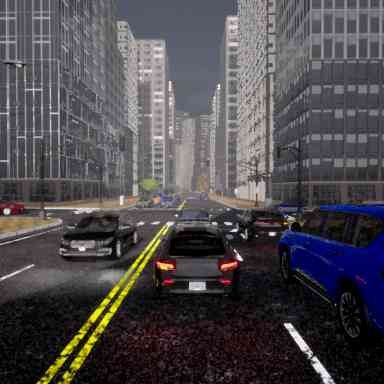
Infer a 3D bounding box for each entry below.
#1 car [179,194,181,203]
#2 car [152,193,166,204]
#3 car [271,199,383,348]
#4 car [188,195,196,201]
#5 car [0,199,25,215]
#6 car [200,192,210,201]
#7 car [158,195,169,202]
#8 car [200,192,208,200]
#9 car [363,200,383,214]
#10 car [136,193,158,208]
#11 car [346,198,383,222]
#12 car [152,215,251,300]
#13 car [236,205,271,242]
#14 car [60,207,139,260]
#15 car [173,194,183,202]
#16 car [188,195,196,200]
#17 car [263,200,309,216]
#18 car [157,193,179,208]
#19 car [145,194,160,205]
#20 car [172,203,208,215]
[{"bbox_3d":[-3.374,1.503,57.355,2.033,1.411,5.357,0,0,0],"label":"car"},{"bbox_3d":[-6.577,1.166,66.002,2.150,2.045,5.566,0,0,1],"label":"car"},{"bbox_3d":[3.349,1.218,6.413,2.150,2.045,5.566,0,0,0],"label":"car"},{"bbox_3d":[-0.056,1.464,80.807,2.033,1.411,5.357,0,0,0],"label":"car"},{"bbox_3d":[-18.539,1.330,31.516,5.008,1.535,1.882,1,1,1],"label":"car"},{"bbox_3d":[3.196,1.443,79.589,1.812,1.442,4.674,0,0,0],"label":"car"},{"bbox_3d":[-6.554,1.470,76.482,2.033,1.411,5.357,0,0,0],"label":"car"},{"bbox_3d":[3.188,0.967,89.619,2.150,2.045,5.566,0,0,0],"label":"car"},{"bbox_3d":[21.784,1.643,36.682,4.829,1.417,1.752,1,0,1],"label":"car"},{"bbox_3d":[-6.660,1.318,47.835,2.097,1.767,4.553,0,0,1],"label":"car"},{"bbox_3d":[16.181,1.519,28.391,5.009,1.841,2.192,1,0,1],"label":"car"},{"bbox_3d":[0.093,1.522,8.270,1.812,1.442,4.674,0,0,0],"label":"car"},{"bbox_3d":[3.339,1.496,16.273,1.837,1.490,4.892,0,0,0],"label":"car"},{"bbox_3d":[-3.278,1.500,12.499,1.837,1.490,4.892,0,0,1],"label":"car"},{"bbox_3d":[-3.304,1.284,77.379,2.097,1.767,4.553,0,0,0],"label":"car"},{"bbox_3d":[-0.063,1.461,90.703,1.994,1.385,4.181,0,0,0],"label":"car"},{"bbox_3d":[9.561,1.620,34.074,4.181,1.385,1.994,1,1,-3],"label":"car"},{"bbox_3d":[-3.378,1.318,47.883,2.097,1.767,4.553,0,0,0],"label":"car"},{"bbox_3d":[-6.624,1.309,56.473,2.097,1.767,4.553,0,0,0],"label":"car"},{"bbox_3d":[0.089,1.538,17.544,2.033,1.411,5.357,0,0,0],"label":"car"}]
